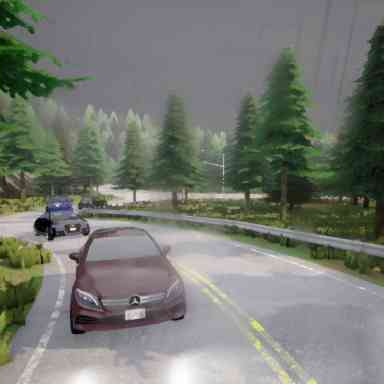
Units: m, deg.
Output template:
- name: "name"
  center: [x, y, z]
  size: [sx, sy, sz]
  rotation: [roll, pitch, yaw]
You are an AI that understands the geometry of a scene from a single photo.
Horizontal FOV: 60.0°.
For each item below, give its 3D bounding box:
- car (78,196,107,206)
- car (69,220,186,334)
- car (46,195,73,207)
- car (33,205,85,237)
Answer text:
- name: "car"
  center: [-12.665, 1.287, 42.806]
  size: [2.097, 1.767, 4.553]
  rotation: [2, 2, 13]
- name: "car"
  center: [-1.513, 1.522, 7.052]
  size: [1.812, 1.442, 4.674]
  rotation: [-2, 0, -17]
- name: "car"
  center: [-12.821, 1.324, 32.220]
  size: [2.150, 2.045, 5.566]
  rotation: [-1, 0, -18]
- name: "car"
  center: [-7.032, 1.663, 17.756]
  size: [1.994, 1.385, 4.181]
  rotation: [-4, 2, -38]
